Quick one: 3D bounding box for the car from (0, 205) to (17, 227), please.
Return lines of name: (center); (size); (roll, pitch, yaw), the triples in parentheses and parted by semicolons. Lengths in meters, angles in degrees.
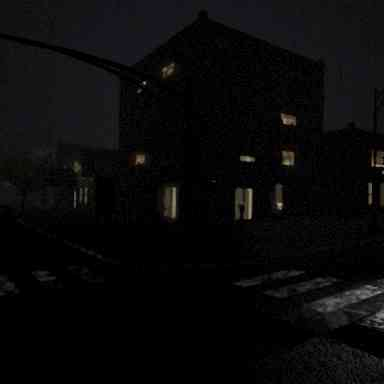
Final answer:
car: (-14.526, 1.759, 25.223); (1.967, 1.590, 4.097); (1, -1, -35)
